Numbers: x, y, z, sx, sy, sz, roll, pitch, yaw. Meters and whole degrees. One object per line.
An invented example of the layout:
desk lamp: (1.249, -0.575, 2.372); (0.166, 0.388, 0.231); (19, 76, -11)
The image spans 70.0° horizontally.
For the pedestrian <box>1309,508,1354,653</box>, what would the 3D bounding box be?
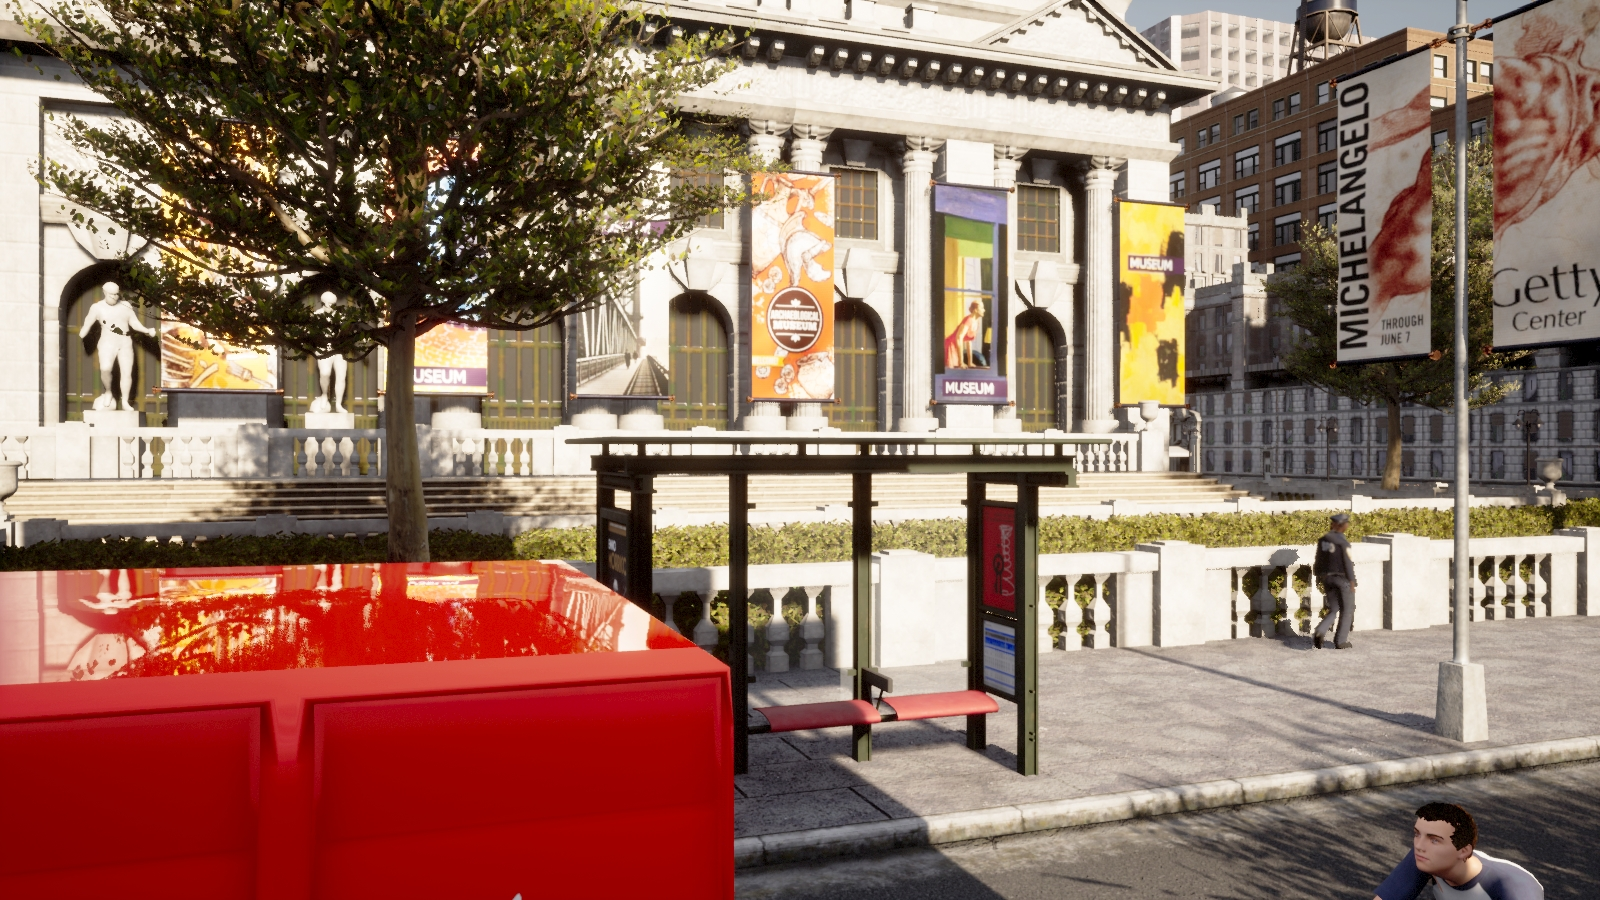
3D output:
pedestrian: (6.998, 1.701, 15.049); (0.375, 1.860, 0.375); (0, 0, -26)

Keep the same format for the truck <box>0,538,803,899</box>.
truck: (-2.888, 1.568, 2.235); (5.204, 2.467, 2.627); (0, 0, -20)
